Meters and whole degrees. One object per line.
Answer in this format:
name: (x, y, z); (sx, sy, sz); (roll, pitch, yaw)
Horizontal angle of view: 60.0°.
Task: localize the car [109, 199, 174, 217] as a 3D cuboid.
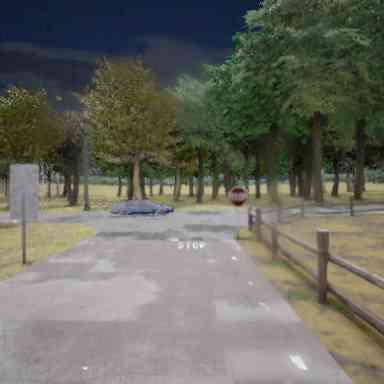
car: (-4.190, 1.334, 28.121); (5.357, 1.411, 2.033); (-1, 0, 0)
